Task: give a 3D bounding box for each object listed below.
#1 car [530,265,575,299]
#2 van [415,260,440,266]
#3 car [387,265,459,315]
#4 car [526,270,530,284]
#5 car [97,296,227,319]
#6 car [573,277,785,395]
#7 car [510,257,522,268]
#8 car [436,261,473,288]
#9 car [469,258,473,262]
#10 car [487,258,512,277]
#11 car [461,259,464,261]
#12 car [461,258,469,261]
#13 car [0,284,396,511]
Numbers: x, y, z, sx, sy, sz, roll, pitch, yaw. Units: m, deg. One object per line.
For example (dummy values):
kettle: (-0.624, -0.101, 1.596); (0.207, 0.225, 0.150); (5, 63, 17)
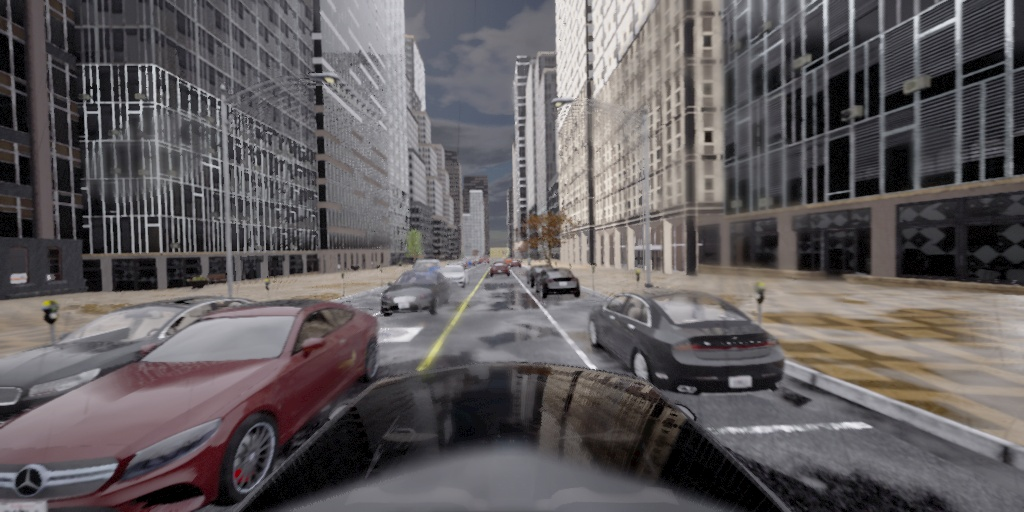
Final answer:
car: (2.166, 1.238, 17.614); (1.948, 1.339, 4.313); (0, 0, -2)
van: (-6.645, 1.194, 28.530); (1.690, 1.789, 3.998); (0, 0, -2)
car: (-3.493, 1.298, 13.743); (2.128, 1.511, 4.902); (-1, 0, -2)
car: (1.947, 1.234, 23.235); (1.948, 1.339, 4.313); (0, 0, -2)
car: (-5.769, 1.422, 6.045); (2.007, 1.370, 4.403); (0, 0, -2)
car: (2.603, 1.233, 6.372); (2.007, 1.370, 4.403); (0, 0, -2)
car: (0.634, 1.244, 56.960); (1.802, 1.307, 4.207); (0, 0, -2)
car: (-3.884, 1.324, 23.974); (1.812, 1.442, 4.674); (-1, 0, -2)
car: (-7.739, 1.397, 56.634); (1.888, 1.381, 4.507); (0, 0, -2)
car: (-1.180, 1.247, 35.420); (1.812, 1.442, 4.674); (-1, 0, -2)
car: (-7.301, 1.400, 45.392); (2.007, 1.370, 4.403); (0, 0, -2)
car: (-7.514, 1.375, 50.843); (1.751, 1.417, 4.829); (0, 0, -2)
car: (-3.134, 1.341, 4.558); (1.812, 1.442, 4.674); (-1, 0, -2)
